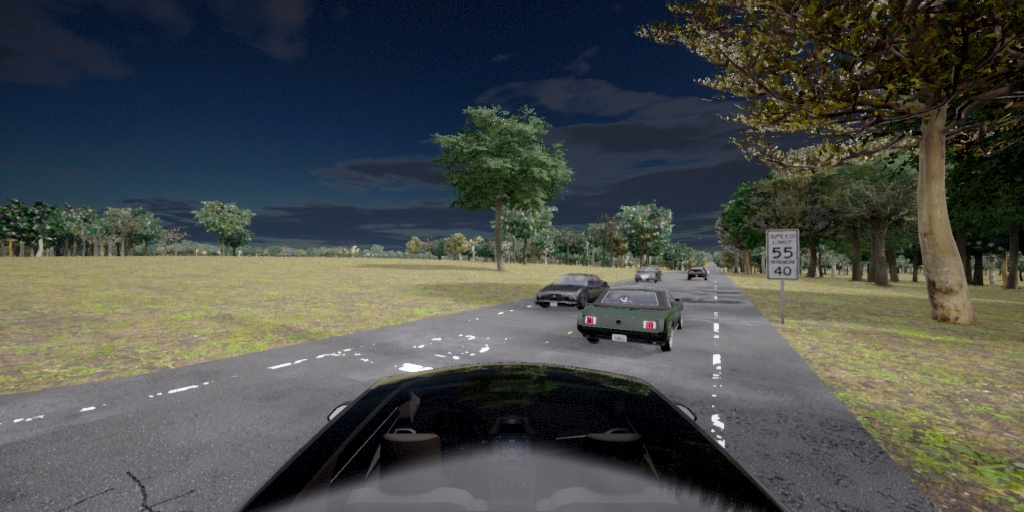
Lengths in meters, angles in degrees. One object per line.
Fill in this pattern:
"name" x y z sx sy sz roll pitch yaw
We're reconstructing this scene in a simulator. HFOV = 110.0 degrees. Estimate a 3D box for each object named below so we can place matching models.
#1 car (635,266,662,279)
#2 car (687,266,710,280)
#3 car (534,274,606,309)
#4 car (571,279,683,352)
"car" 12.646 1.713 33.062 2.128 1.511 4.902 0 -1 30
"car" 20.314 1.848 39.182 1.837 1.490 4.892 0 -1 30
"car" 2.886 1.489 15.898 2.033 1.411 5.357 0 -1 30
"car" 3.334 1.449 9.383 1.895 1.301 4.718 0 -1 30
